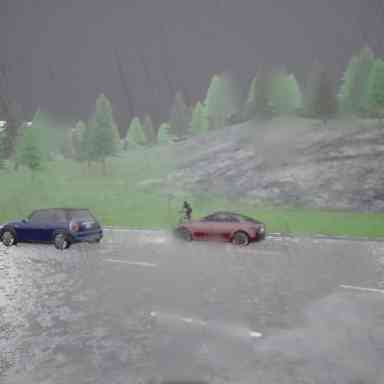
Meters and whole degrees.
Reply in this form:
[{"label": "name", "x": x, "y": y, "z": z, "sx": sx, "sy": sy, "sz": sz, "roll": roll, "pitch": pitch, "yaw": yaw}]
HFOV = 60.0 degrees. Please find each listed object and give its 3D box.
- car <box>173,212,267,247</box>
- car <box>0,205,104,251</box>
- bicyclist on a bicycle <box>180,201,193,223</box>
[{"label": "car", "x": 1.225, "y": 1.584, "z": 15.004, "sx": 4.181, "sy": 1.385, "sz": 1.994, "roll": -1, "pitch": 0, "yaw": 29}, {"label": "car", "x": -6.271, "y": 1.472, "z": 14.805, "sx": 4.553, "sy": 1.767, "sz": 2.097, "roll": -1, "pitch": 0, "yaw": 24}, {"label": "bicyclist on a bicycle", "x": -0.330, "y": 1.357, "z": 20.424, "sx": 0.582, "sy": 1.620, "sz": 1.656, "roll": -1, "pitch": 0, "yaw": 27}]
